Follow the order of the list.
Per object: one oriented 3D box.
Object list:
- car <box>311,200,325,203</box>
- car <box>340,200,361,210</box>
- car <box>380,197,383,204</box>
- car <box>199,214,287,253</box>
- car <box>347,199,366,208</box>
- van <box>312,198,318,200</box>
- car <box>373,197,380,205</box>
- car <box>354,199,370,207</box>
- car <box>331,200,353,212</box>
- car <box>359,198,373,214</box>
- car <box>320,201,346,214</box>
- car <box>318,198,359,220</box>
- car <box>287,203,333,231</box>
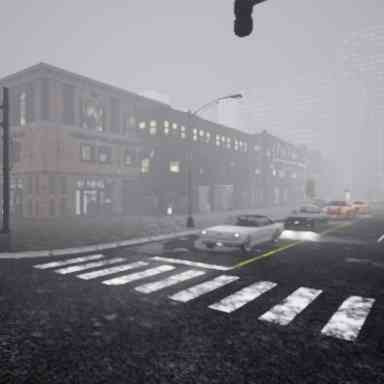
[{"bbox_3d":[10.513,1.696,30.696,1.752,1.417,4.829,-1,-1,35],"label":"car"},{"bbox_3d":[23.319,1.837,48.921,2.008,1.369,4.403,-1,-1,35],"label":"car"},{"bbox_3d":[42.380,1.913,76.049,1.967,1.590,4.097,-1,-1,35],"label":"car"},{"bbox_3d":[2.291,1.684,14.484,1.895,1.301,4.718,0,0,35],"label":"car"},{"bbox_3d":[26.496,1.867,53.442,2.008,1.369,4.403,-1,-1,35],"label":"car"},{"bbox_3d":[13.787,1.540,35.358,1.690,1.788,3.998,-1,-1,35],"label":"van"},{"bbox_3d":[36.026,1.848,67.006,1.967,1.590,4.097,-1,-1,35],"label":"car"},{"bbox_3d":[29.673,1.897,57.964,2.008,1.369,4.403,-1,-1,35],"label":"car"},{"bbox_3d":[20.044,1.780,44.260,1.752,1.417,4.829,-1,-1,35],"label":"car"},{"bbox_3d":[19.224,1.699,38.506,1.882,1.535,5.008,0,0,36],"label":"car"},{"bbox_3d":[16.965,1.778,39.878,2.008,1.369,4.403,-1,-1,35],"label":"car"},{"bbox_3d":[13.352,1.522,30.207,2.097,1.767,4.553,0,0,35],"label":"car"},{"bbox_3d":[7.543,1.687,21.943,1.994,1.385,4.181,0,0,36],"label":"car"}]
